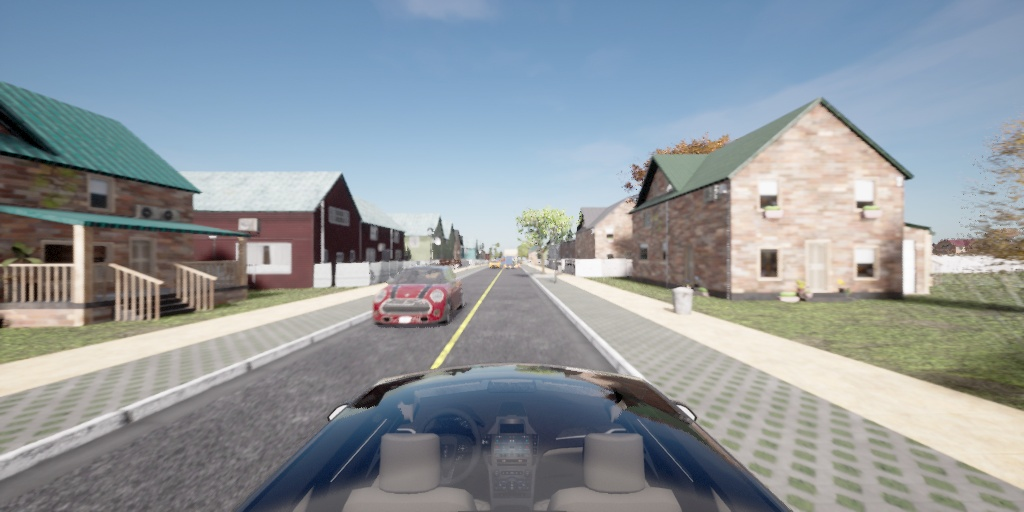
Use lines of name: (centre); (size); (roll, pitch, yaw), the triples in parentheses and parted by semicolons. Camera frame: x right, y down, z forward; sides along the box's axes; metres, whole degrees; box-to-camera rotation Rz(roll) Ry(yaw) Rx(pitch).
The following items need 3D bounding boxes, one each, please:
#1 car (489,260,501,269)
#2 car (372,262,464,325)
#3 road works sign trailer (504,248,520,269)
car: (-2.943, 1.474, 62.535); (1.882, 1.535, 5.008); (0, 0, 0)
car: (-2.869, 1.113, 11.847); (2.097, 1.767, 4.553); (0, 0, 0)
road works sign trailer: (-0.155, 0.413, 60.146); (2.380, 3.560, 2.880); (0, 0, 0)
